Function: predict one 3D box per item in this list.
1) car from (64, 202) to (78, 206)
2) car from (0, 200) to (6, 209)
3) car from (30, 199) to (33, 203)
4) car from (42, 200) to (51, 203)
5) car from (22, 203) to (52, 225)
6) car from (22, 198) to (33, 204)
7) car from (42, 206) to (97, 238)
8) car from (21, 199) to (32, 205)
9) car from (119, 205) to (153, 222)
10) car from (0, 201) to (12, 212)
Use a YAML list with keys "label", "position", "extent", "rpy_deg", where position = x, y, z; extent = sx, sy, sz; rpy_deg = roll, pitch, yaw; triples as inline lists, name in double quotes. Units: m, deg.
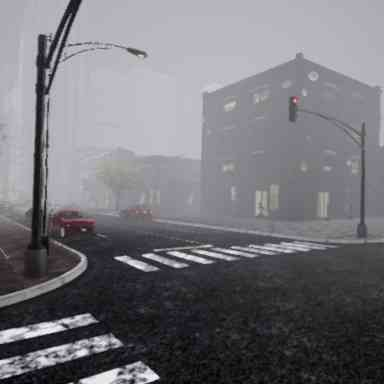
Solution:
- label: "car"
  position: [-18.074, 2.200, 49.773]
  extent: [1.752, 1.417, 4.829]
  rpy_deg: [2, -1, -35]
- label: "car"
  position: [-32.364, 2.080, 55.465]
  extent: [1.887, 1.381, 4.507]
  rpy_deg: [2, -1, -35]
- label: "car"
  position: [-31.653, 2.471, 69.082]
  extent: [1.802, 1.307, 4.206]
  rpy_deg: [1, -1, -35]
- label: "car"
  position: [-28.483, 2.278, 64.549]
  extent: [1.967, 1.590, 4.097]
  rpy_deg: [1, -1, -35]
- label: "car"
  position: [-11.844, 1.790, 25.882]
  extent: [1.802, 1.307, 4.206]
  rpy_deg: [2, -1, -35]
- label: "car"
  position: [-37.988, 2.306, 78.158]
  extent: [2.192, 1.841, 5.009]
  rpy_deg: [1, -1, -35]
- label: "car"
  position: [-6.687, 1.674, 18.504]
  extent: [1.887, 1.381, 4.507]
  rpy_deg: [2, -1, -35]
- label: "car"
  position: [-41.257, 2.570, 82.829]
  extent: [1.752, 1.417, 4.829]
  rpy_deg: [1, -1, -35]
- label: "car"
  position: [-5.392, 1.920, 31.731]
  extent: [1.967, 1.590, 4.097]
  rpy_deg: [2, -1, -35]
- label: "car"
  position: [-25.972, 1.956, 46.224]
  extent: [1.752, 1.417, 4.829]
  rpy_deg: [2, -1, -35]
